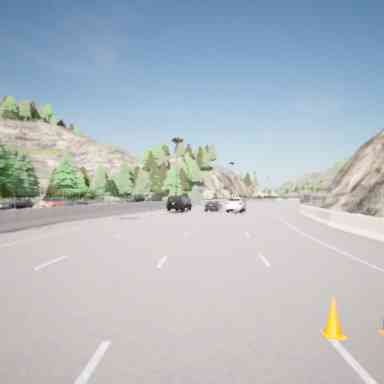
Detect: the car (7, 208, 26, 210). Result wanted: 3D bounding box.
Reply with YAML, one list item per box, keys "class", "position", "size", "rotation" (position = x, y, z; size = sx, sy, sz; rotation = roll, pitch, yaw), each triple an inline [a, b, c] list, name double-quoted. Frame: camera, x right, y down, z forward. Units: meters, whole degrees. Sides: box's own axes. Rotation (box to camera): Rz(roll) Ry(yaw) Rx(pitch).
- class: "car"
  position: [-20.453, 1.471, 38.453]
  size: [2.128, 1.511, 4.902]
  rotation: [1, -1, 11]

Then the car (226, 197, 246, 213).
- class: "car"
  position: [6.225, 1.747, 46.395]
  size: [2.150, 2.045, 5.566]
  rotation: [0, -1, 16]

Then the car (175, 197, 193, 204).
- class: "car"
  position: [-1.804, 1.971, 76.974]
  size: [2.033, 1.411, 5.357]
  rotation: [1, -1, 21]

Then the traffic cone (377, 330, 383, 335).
- class: "traffic cone"
  position: [3.314, 2.065, 5.470]
  size: [0.340, 0.580, 0.340]
  rotation: [1, -1, -1]

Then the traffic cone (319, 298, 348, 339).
- class: "traffic cone"
  position: [2.314, 2.047, 5.460]
  size: [0.340, 0.580, 0.340]
  rotation: [1, -1, -1]

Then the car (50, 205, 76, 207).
- class: "car"
  position: [-13.533, 1.583, 37.435]
  size: [2.128, 1.511, 4.902]
  rotation: [1, 0, 11]

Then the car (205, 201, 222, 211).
- class: "car"
  position: [3.146, 1.975, 47.822]
  size: [2.128, 1.511, 4.902]
  rotation: [1, -1, 16]

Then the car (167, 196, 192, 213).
- class: "car"
  position: [-1.626, 1.583, 43.755]
  size: [2.150, 2.045, 5.566]
  rotation: [0, -1, 15]
